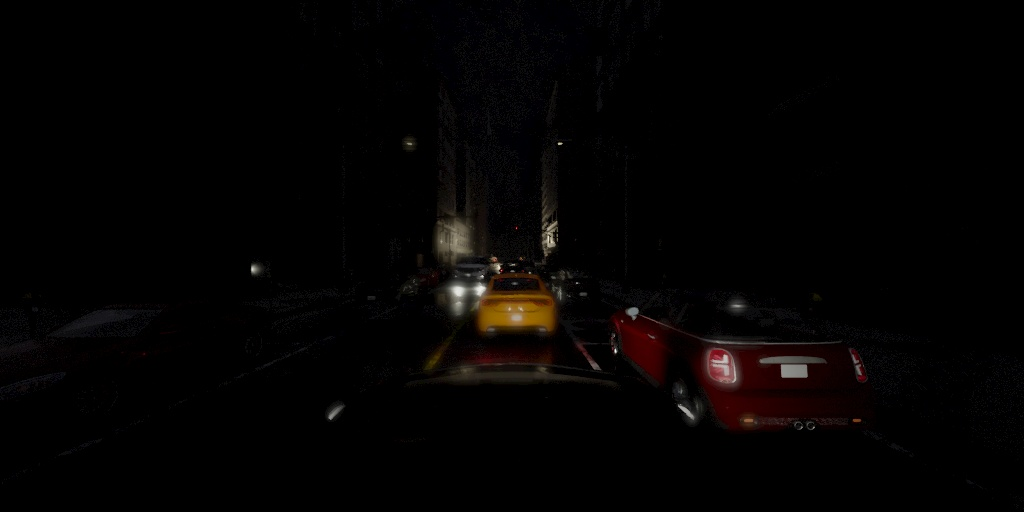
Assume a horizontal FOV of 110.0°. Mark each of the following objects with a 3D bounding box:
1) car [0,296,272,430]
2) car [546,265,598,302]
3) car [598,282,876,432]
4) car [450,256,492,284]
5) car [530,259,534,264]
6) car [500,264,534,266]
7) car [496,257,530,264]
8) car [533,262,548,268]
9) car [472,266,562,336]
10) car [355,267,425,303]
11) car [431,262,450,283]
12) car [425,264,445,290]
[{"bbox_3d":[-5.661,1.332,5.590,1.802,1.307,4.207,0,0,0],"label":"car"},{"bbox_3d":[2.887,1.301,16.574,2.007,1.370,4.403,0,0,0],"label":"car"},{"bbox_3d":[2.865,1.190,5.571,1.967,1.591,4.097,0,0,0],"label":"car"},{"bbox_3d":[-2.960,0.979,27.350,2.150,2.045,5.566,0,0,0],"label":"car"},{"bbox_3d":[3.023,1.231,64.665,1.967,1.591,4.097,0,0,0],"label":"car"},{"bbox_3d":[0.138,1.315,19.448,1.994,1.385,4.181,0,0,0],"label":"car"},{"bbox_3d":[0.085,1.105,28.180,2.097,1.767,4.553,0,0,1],"label":"car"},{"bbox_3d":[2.910,1.318,27.577,1.948,1.339,4.313,0,0,0],"label":"car"},{"bbox_3d":[0.115,1.228,10.460,1.882,1.535,5.008,0,0,0],"label":"car"},{"bbox_3d":[-5.638,1.317,16.592,1.948,1.339,4.313,0,0,0],"label":"car"},{"bbox_3d":[-5.615,1.193,27.595,1.967,1.591,4.097,0,0,0],"label":"car"},{"bbox_3d":[-5.627,1.334,22.093,1.802,1.307,4.207,0,0,0],"label":"car"}]
